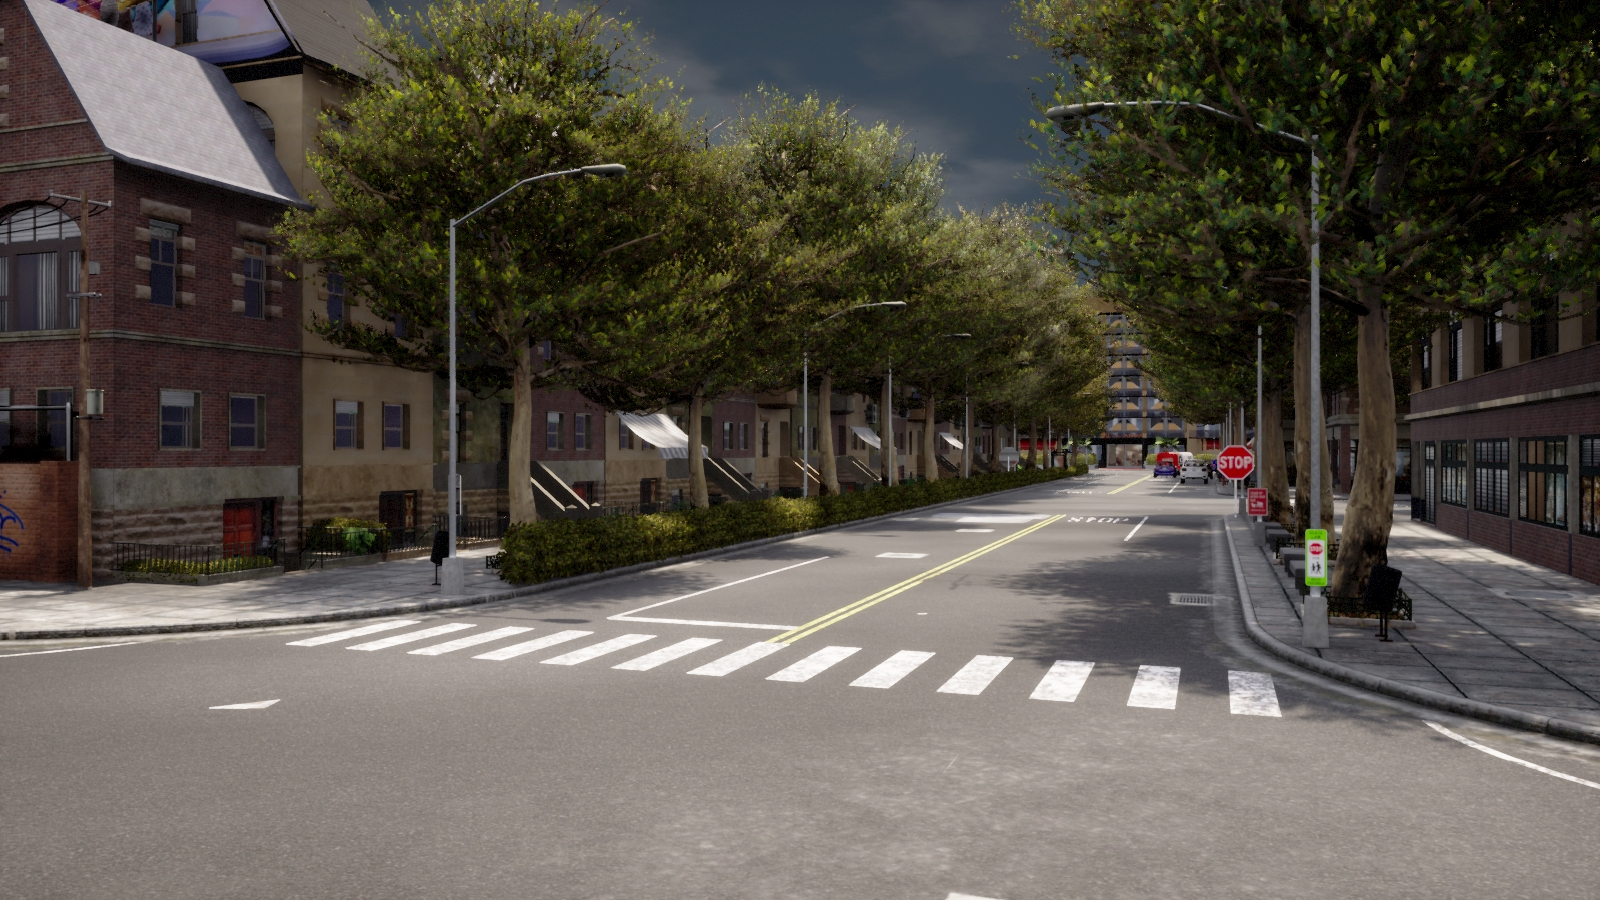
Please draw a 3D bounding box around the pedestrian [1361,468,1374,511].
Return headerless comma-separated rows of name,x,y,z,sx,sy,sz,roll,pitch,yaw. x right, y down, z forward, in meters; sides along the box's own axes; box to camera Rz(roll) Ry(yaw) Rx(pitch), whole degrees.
pedestrian,24.541,1.694,49.370,0.375,1.860,0.375,0,0,-37
